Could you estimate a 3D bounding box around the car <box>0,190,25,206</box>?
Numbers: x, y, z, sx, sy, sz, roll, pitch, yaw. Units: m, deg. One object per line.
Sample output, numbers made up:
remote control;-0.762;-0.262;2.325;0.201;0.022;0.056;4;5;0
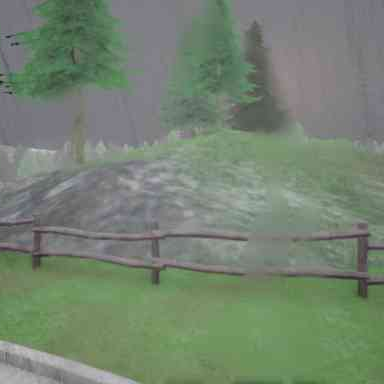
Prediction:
car;-20.392;0.783;34.788;1.882;1.535;5.008;0;2;13
